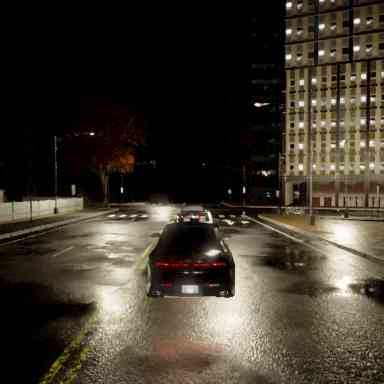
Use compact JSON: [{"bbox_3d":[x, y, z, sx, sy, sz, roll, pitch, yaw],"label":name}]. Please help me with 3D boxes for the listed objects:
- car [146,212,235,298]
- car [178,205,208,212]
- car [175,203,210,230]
[{"bbox_3d":[-0.019,1.503,8.477,1.837,1.490,4.892,0,0,0],"label":"car"},{"bbox_3d":[0.105,1.486,13.300,2.128,1.511,4.902,0,0,0],"label":"car"},{"bbox_3d":[0.046,1.544,22.324,2.033,1.411,5.357,0,0,0],"label":"car"}]
